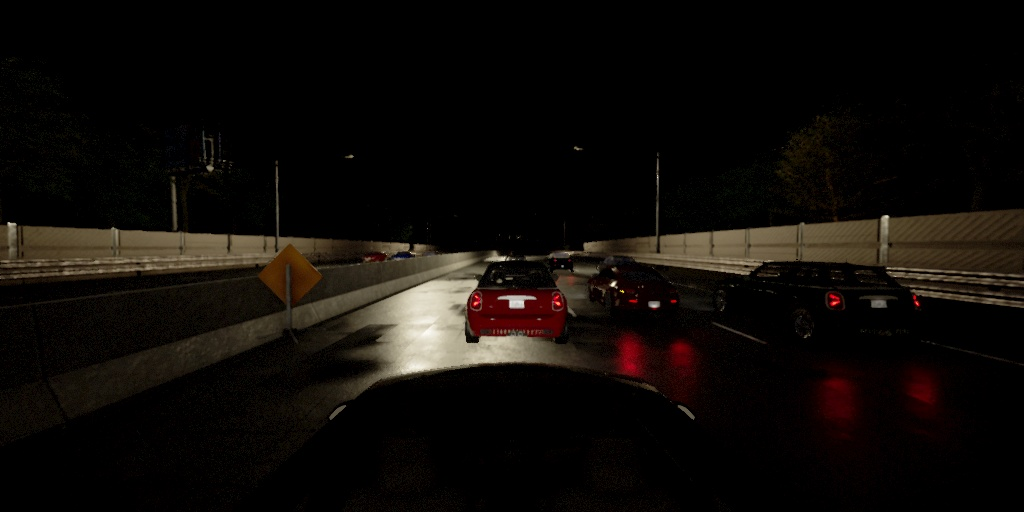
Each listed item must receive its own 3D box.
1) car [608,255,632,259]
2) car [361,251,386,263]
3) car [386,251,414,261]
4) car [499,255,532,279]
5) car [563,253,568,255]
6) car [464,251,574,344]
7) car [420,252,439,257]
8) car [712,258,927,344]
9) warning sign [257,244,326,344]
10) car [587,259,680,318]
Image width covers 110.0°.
[{"bbox_3d":[7.254,0.667,24.535,2.033,1.411,5.357,0,1,1],"label":"car"},{"bbox_3d":[-17.231,0.157,45.077,1.812,1.442,4.674,0,1,1],"label":"car"},{"bbox_3d":[-13.733,0.161,45.056,1.812,1.442,4.674,0,1,1],"label":"car"},{"bbox_3d":[0.254,0.659,24.606,2.033,1.411,5.357,0,1,1],"label":"car"},{"bbox_3d":[3.807,0.498,29.194,2.128,1.511,4.902,0,1,1],"label":"car"},{"bbox_3d":[0.122,0.880,8.992,2.097,1.767,4.553,0,2,1],"label":"car"},{"bbox_3d":[-10.234,0.183,45.190,2.033,1.411,5.357,0,1,1],"label":"car"},{"bbox_3d":[7.124,0.885,9.057,2.097,1.767,4.553,0,2,1],"label":"car"},{"bbox_3d":[-4.507,0.689,7.270,1.300,1.860,1.060,0,0,0],"label":"warning sign"},{"bbox_3d":[3.653,0.988,11.438,1.812,1.442,4.674,0,2,1],"label":"car"}]
